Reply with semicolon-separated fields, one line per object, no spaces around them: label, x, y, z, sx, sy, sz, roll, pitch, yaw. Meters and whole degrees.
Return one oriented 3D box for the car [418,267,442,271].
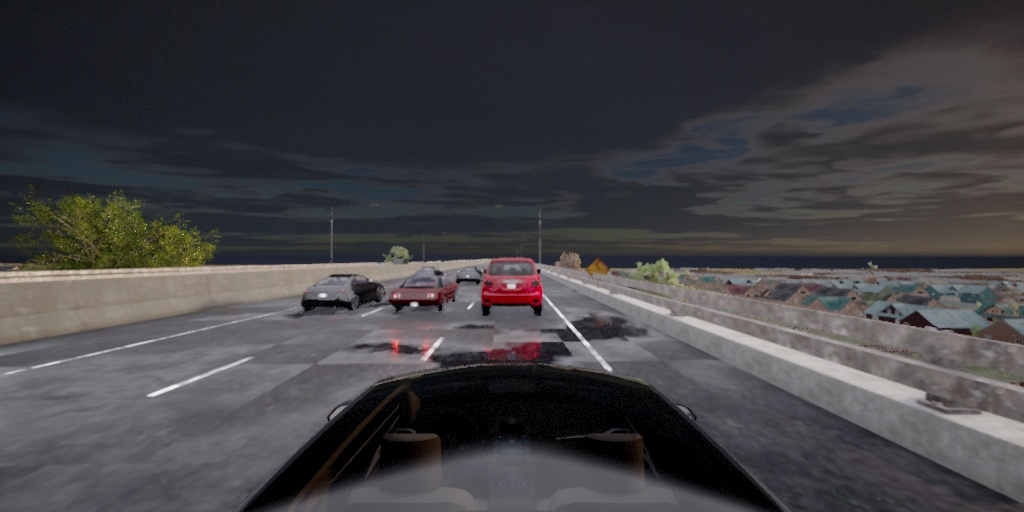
car;-6.992;1.583;30.293;1.994;1.385;4.181;0;0;0

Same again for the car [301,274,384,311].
car;-6.981;1.444;15.253;1.994;1.385;4.181;0;0;0

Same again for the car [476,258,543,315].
car;0.008;1.096;14.436;2.150;2.045;5.566;0;0;0

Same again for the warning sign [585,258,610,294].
warning sign;4.543;1.031;19.102;1.300;1.860;1.060;0;0;0

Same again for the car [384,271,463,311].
car;-3.486;1.479;15.090;1.895;1.301;4.718;0;-1;0

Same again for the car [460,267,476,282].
car;-3.490;1.583;30.299;1.994;1.385;4.181;0;0;0
